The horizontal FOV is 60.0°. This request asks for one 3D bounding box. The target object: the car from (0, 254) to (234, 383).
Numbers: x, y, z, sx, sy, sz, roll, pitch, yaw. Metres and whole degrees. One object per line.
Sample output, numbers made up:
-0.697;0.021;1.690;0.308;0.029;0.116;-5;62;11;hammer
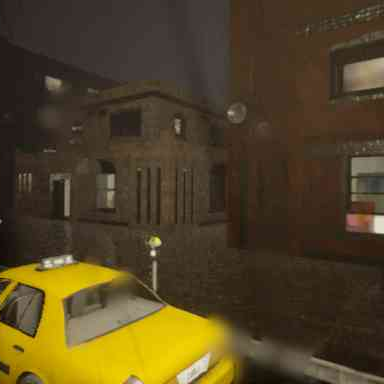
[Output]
-1.861;1.472;4.203;4.829;1.417;1.752;1;0;35;car
